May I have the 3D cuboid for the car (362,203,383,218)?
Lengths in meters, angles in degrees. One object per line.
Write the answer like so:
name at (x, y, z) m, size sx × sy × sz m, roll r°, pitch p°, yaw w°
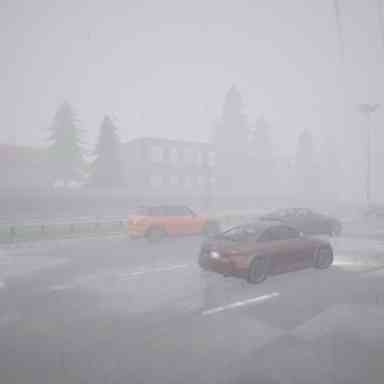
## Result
car at (16.746, 1.642, 28.991) m, size 4.718 × 1.301 × 1.895 m, roll 0°, pitch 0°, yaw -40°

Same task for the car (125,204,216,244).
car at (-0.812, 1.361, 16.068) m, size 4.553 × 1.767 × 2.097 m, roll 0°, pitch 0°, yaw -36°

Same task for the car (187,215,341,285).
car at (2.222, 1.573, 9.634) m, size 4.181 × 1.385 × 1.994 m, roll 0°, pitch 0°, yaw -36°

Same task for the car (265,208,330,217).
car at (5.309, 1.510, 16.139) m, size 4.902 × 1.511 × 2.128 m, roll 0°, pitch 0°, yaw -36°
